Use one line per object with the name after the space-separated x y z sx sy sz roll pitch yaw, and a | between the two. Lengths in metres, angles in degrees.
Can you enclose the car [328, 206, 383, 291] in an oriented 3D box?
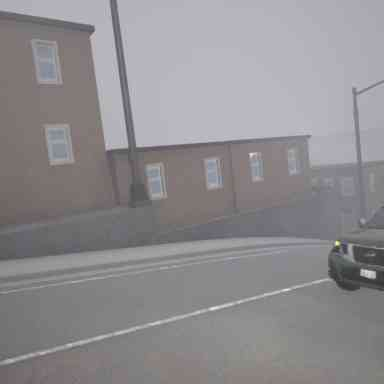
5.641 1.254 8.035 5.566 2.045 2.150 1 -1 -36 | car
